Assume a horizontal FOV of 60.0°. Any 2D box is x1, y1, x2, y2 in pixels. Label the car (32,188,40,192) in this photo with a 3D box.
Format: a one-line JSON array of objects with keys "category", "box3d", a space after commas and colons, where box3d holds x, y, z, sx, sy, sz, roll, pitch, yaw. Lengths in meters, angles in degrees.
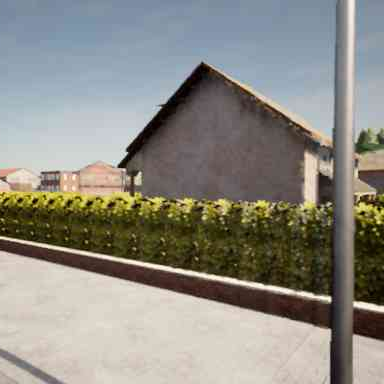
[{"category": "car", "box3d": [-32.427, 0.179, 69.359, 3.866, 1.878, 1.905, 1, 0, 35]}]
